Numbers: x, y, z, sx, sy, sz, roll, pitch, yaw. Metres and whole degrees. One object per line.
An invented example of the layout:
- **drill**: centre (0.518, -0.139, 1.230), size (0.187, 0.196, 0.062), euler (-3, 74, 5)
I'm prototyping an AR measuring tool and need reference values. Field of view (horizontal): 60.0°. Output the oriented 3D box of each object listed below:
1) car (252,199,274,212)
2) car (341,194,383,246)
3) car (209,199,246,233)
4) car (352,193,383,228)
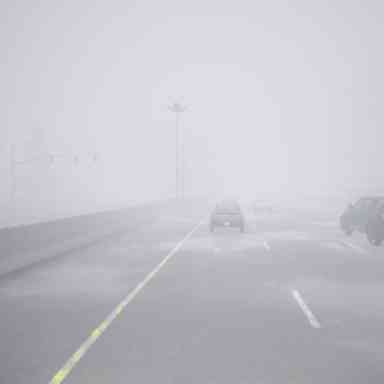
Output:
- **car**: centre (7.486, 1.429, 35.482), size (1.895, 1.301, 4.718), euler (0, 0, 7)
- **car**: centre (8.582, 1.166, 14.997), size (2.150, 2.045, 5.566), euler (0, 0, 7)
- **car**: centre (2.016, 1.390, 19.006), size (2.128, 1.511, 4.902), euler (0, 0, 7)
- **car**: centre (12.986, 1.142, 22.469), size (2.150, 2.045, 5.566), euler (0, 1, 7)
